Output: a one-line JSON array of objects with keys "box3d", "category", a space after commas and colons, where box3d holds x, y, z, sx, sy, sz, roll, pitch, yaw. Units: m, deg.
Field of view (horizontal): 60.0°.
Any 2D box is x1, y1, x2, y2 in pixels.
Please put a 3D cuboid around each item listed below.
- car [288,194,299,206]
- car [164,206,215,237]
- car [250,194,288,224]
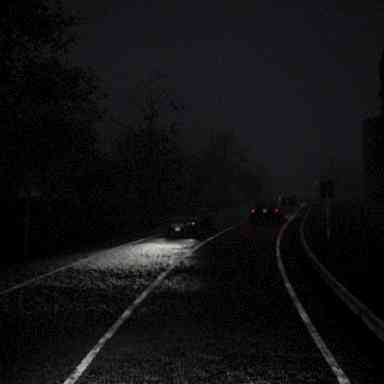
[{"box3d": [12.155, 0.948, 41.452, 1.882, 1.535, 5.008, -2, 1, 22], "category": "car"}, {"box3d": [-0.019, 1.591, 18.901, 2.128, 1.511, 4.902, -1, 0, 17], "category": "car"}, {"box3d": [5.698, 1.282, 24.764, 2.097, 1.767, 4.553, -2, 1, 20], "category": "car"}]
